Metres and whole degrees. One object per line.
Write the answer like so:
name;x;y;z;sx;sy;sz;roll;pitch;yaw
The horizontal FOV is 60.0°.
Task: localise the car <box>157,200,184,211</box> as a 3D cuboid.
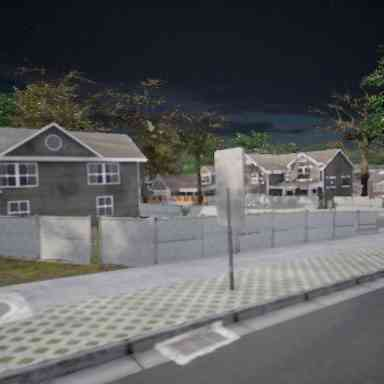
car;-3.052;1.882;46.427;1.882;1.535;5.008;-3;1;-35
